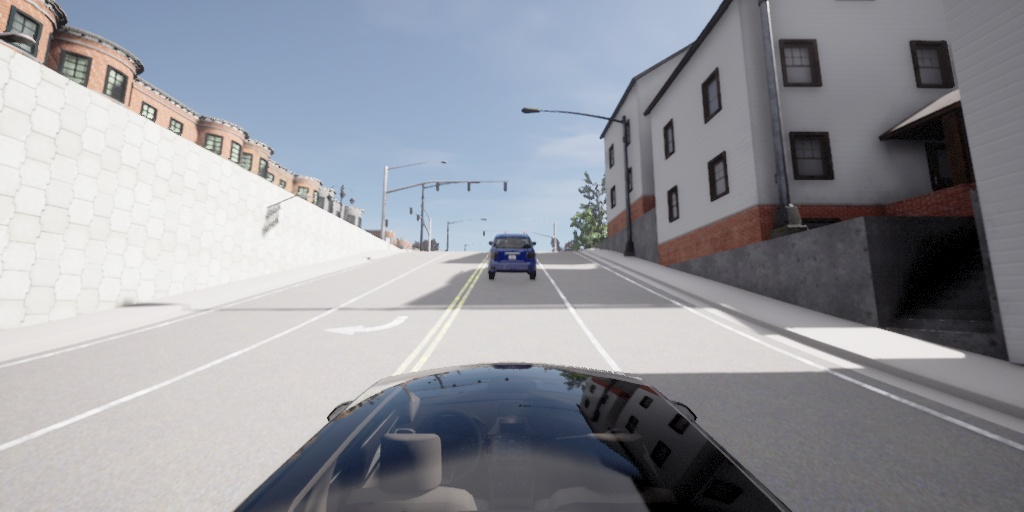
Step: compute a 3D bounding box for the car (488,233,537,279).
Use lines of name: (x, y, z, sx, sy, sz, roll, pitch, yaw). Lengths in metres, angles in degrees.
car: (0.017, -0.113, 17.645, 2.150, 2.045, 5.566, 0, 6, 0)
